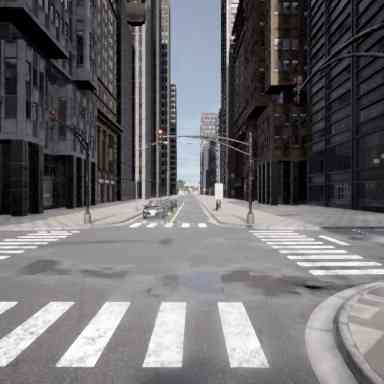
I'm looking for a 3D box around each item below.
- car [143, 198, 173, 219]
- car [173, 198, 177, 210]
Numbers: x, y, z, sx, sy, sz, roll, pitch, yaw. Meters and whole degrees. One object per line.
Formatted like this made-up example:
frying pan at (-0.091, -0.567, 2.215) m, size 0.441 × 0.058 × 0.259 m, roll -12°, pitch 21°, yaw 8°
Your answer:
car at (-3.169, 1.501, 29.425) m, size 2.128 × 1.511 × 4.902 m, roll 0°, pitch 0°, yaw 0°
car at (-3.195, 1.579, 39.379) m, size 1.994 × 1.385 × 4.181 m, roll 0°, pitch 0°, yaw -1°
